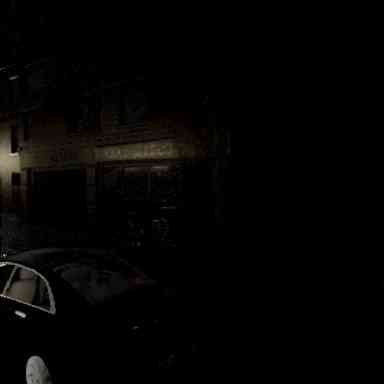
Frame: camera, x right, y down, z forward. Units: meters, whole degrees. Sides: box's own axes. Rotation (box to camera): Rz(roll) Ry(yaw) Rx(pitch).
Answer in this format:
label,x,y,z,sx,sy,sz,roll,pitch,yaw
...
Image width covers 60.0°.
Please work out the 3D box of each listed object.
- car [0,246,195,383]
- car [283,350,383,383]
label,x,y,z,sx,sy,sz,roll,pitch,yaw
car,-2.011,1.445,4.613,4.403,1.369,2.008,1,1,36
car,2.431,1.519,1.331,4.403,1.369,2.008,1,1,36
